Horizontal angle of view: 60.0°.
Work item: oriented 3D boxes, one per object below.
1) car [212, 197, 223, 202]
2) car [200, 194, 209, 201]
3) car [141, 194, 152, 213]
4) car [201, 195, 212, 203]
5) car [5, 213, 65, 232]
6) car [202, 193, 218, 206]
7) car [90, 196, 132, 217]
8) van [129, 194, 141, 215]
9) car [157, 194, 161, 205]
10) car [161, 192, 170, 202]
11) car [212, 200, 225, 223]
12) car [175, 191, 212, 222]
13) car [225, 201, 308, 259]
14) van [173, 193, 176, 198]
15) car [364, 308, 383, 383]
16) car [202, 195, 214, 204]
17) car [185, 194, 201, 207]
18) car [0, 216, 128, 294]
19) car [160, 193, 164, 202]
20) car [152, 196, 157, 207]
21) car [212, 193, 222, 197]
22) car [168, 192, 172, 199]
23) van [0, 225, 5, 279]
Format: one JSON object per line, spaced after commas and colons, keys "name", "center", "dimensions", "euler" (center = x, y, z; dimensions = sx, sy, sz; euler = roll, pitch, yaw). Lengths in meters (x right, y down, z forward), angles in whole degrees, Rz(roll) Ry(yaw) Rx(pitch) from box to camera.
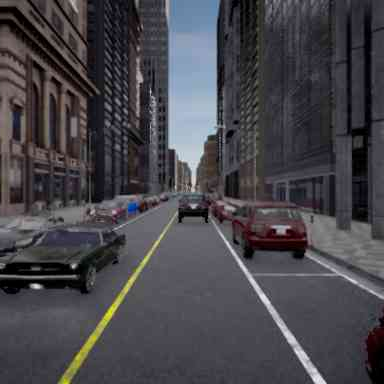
{"name": "car", "center": [2.679, 1.410, 29.262], "dimensions": [1.887, 1.381, 4.507], "euler": [1, 0, 0]}
{"name": "car", "center": [2.684, 1.206, 74.258], "dimensions": [1.802, 1.307, 4.206], "euler": [1, 0, 0]}
{"name": "car", "center": [-5.844, 1.152, 34.890], "dimensions": [2.192, 1.841, 5.009], "euler": [1, 0, 0]}
{"name": "car", "center": [2.684, 1.237, 63.009], "dimensions": [2.008, 1.369, 4.403], "euler": [1, 0, 0]}
{"name": "car", "center": [-5.850, 1.498, 12.393], "dimensions": [2.008, 1.369, 4.403], "euler": [1, 0, 0]}
{"name": "car", "center": [2.684, 1.063, 51.759], "dimensions": [2.192, 1.841, 5.009], "euler": [1, 0, 0]}
{"name": "car", "center": [-5.847, 1.333, 23.642], "dimensions": [1.967, 1.590, 4.097], "euler": [1, 0, 0]}
{"name": "van", "center": [-5.845, 1.206, 29.266], "dimensions": [1.690, 1.788, 3.998], "euler": [1, 0, 0]}
{"name": "car", "center": [-5.844, 1.323, 46.140], "dimensions": [1.887, 1.381, 4.507], "euler": [1, 0, 0]}
{"name": "car", "center": [-5.842, 1.231, 63.014], "dimensions": [1.887, 1.381, 4.507], "euler": [1, 0, 0]}
{"name": "car", "center": [2.678, 1.475, 23.638], "dimensions": [1.802, 1.307, 4.206], "euler": [1, 0, 0]}
{"name": "car", "center": [0.101, 1.108, 25.209], "dimensions": [2.150, 2.045, 5.566], "euler": [0, 0, 0]}
{"name": "car", "center": [2.679, 1.262, 12.387], "dimensions": [2.192, 1.841, 5.009], "euler": [1, 0, 0]}
{"name": "van", "center": [-5.837, 0.905, 85.512], "dimensions": [1.690, 1.788, 3.998], "euler": [1, 0, 0]}
{"name": "car", "center": [2.677, 1.310, 1.138], "dimensions": [2.192, 1.841, 5.009], "euler": [1, 0, 0]}
{"name": "car", "center": [2.682, 1.299, 57.384], "dimensions": [1.802, 1.307, 4.206], "euler": [1, 0, 0]}
{"name": "car", "center": [0.106, 1.132, 45.879], "dimensions": [2.097, 1.767, 4.553], "euler": [0, 0, 0]}
{"name": "car", "center": [-3.093, 1.564, 8.823], "dimensions": [1.895, 1.301, 4.718], "euler": [0, 0, 0]}
{"name": "car", "center": [-5.844, 1.274, 51.595], "dimensions": [1.752, 1.417, 4.829], "euler": [1, 0, 0]}
{"name": "car", "center": [-5.845, 1.359, 40.516], "dimensions": [2.008, 1.369, 4.403], "euler": [1, 0, 0]}
{"name": "car", "center": [2.683, 1.123, 40.510], "dimensions": [2.192, 1.841, 5.009], "euler": [1, 0, 0]}
{"name": "car", "center": [-5.839, 0.970, 68.638], "dimensions": [2.192, 1.841, 5.009], "euler": [1, 0, 0]}
{"name": "van", "center": [-5.848, 1.313, 6.767], "dimensions": [1.690, 1.788, 3.998], "euler": [1, 0, 0]}
